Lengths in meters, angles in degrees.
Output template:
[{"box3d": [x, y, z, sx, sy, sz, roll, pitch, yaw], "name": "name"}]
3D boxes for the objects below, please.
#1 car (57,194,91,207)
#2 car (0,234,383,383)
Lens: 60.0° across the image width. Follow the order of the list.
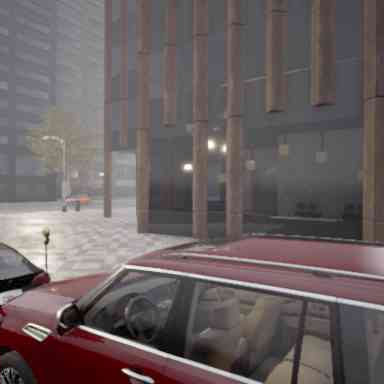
[{"box3d": [-16.326, 1.108, 46.148, 2.097, 1.767, 4.553, 1, 0, 35], "name": "car"}, {"box3d": [0.302, 1.309, 2.745, 5.009, 1.841, 2.192, 0, 0, 35], "name": "car"}]
